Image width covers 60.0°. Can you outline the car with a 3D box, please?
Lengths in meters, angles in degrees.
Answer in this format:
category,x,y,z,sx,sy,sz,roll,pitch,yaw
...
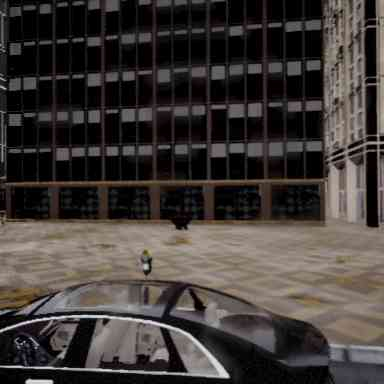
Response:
category,x,y,z,sx,sy,sz,roll,pitch,yaw
car,-0.962,1.579,3.187,4.403,1.369,2.008,0,-1,8
